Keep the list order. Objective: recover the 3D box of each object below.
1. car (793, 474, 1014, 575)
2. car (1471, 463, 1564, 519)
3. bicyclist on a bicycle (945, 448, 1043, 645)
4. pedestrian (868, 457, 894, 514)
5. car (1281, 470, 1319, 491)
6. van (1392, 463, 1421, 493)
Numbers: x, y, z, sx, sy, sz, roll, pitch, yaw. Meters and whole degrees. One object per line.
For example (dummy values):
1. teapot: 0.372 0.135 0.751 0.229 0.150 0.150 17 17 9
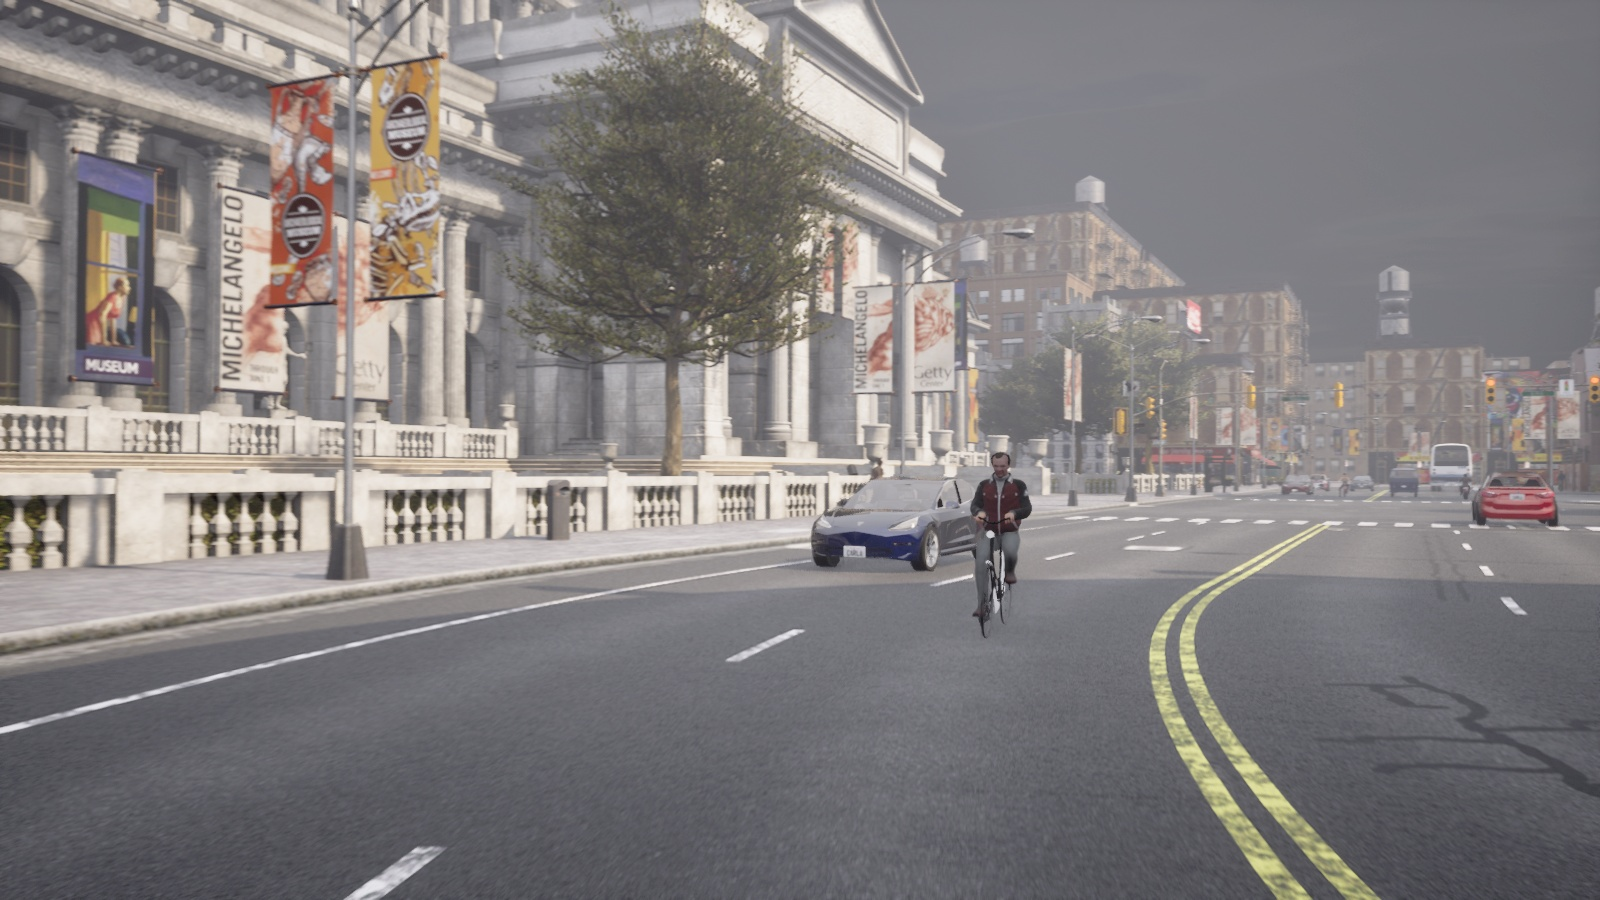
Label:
1. car: 1.913 1.167 21.416 2.163 1.488 4.792 -1 -1 26
2. car: 22.642 1.256 39.791 2.242 1.667 4.611 -1 -1 26
3. bicyclist on a bicycle: 1.925 0.885 12.274 0.659 1.776 1.843 0 -1 18
4. pedestrian: 2.597 1.136 40.169 0.328 1.805 0.869 -1 -1 43
5. car: 36.477 2.235 91.516 2.163 1.488 4.792 -1 -1 26
6. van: 41.651 1.883 86.192 1.775 1.987 4.442 -1 -1 26
